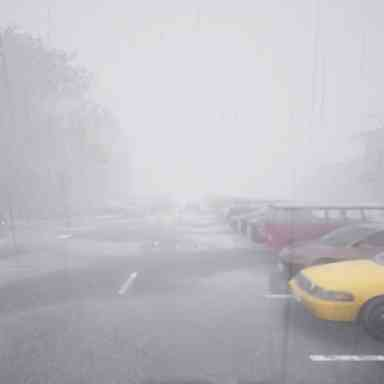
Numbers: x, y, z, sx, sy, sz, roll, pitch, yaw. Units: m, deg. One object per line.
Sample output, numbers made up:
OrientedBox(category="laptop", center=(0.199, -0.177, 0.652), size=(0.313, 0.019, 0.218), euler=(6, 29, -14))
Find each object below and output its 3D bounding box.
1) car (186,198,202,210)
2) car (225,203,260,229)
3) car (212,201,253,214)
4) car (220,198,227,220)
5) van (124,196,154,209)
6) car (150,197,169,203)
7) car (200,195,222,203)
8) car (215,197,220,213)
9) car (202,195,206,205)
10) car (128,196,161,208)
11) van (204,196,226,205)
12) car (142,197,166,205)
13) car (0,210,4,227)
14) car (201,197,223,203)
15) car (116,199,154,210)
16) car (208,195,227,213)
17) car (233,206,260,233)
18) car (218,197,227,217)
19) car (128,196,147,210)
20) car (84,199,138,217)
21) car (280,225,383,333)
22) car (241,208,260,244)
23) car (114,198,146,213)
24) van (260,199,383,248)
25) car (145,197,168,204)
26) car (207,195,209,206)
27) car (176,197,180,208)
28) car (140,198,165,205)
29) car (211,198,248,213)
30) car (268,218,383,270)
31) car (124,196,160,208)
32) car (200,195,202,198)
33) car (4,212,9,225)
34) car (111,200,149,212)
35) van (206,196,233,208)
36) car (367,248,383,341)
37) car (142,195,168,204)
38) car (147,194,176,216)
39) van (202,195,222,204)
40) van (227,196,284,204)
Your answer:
OrientedBox(category="car", center=(0.112, 1.977, 48.502), size=(1.895, 1.301, 4.718), euler=(0, 0, 0))
OrientedBox(category="car", center=(4.755, 1.632, 19.968), size=(5.008, 1.535, 2.097), euler=(0, 0, 0))
OrientedBox(category="car", center=(4.757, 1.826, 39.590), size=(4.674, 1.452, 2.002), euler=(0, 0, 0))
OrientedBox(category="car", center=(4.720, 1.551, 25.576), size=(4.553, 1.767, 2.185), euler=(0, 0, 0))
OrientedBox(category="van", center=(-8.438, 1.666, 53.048), size=(4.442, 1.987, 1.878), euler=(0, 0, 0))
OrientedBox(category="car", center=(-8.342, 2.001, 86.361), size=(4.792, 1.488, 2.163), euler=(0, 0, 0))
OrientedBox(category="car", center=(4.795, 1.721, 84.452), size=(5.566, 2.045, 2.435), euler=(0, 0, 0))
OrientedBox(category="car", center=(4.784, 1.595, 31.182), size=(4.553, 1.767, 2.185), euler=(0, 0, 0))
OrientedBox(category="car", center=(4.786, 1.645, 53.610), size=(5.566, 2.045, 2.435), euler=(0, 0, 0))
OrientedBox(category="car", center=(-8.292, 1.679, 58.601), size=(5.566, 2.045, 2.435), euler=(0, 0, 0))
OrientedBox(category="van", center=(4.879, 1.745, 70.432), size=(4.442, 1.987, 1.878), euler=(0, 0, 0))
OrientedBox(category="car", center=(-8.310, 1.972, 72.484), size=(4.892, 1.521, 2.231), euler=(0, 0, 0))
OrientedBox(category="car", center=(-8.305, 1.289, 8.396), size=(5.566, 2.045, 2.435), euler=(0, 0, 0))
OrientedBox(category="car", center=(4.951, 1.969, 81.649), size=(5.366, 1.575, 1.946), euler=(0, 0, 0))
OrientedBox(category="car", center=(-8.508, 1.866, 50.272), size=(5.366, 1.575, 1.946), euler=(0, 0, 0))
OrientedBox(category="car", center=(4.782, 1.491, 33.986), size=(5.566, 2.045, 2.435), euler=(0, 0, 0))
OrientedBox(category="car", center=(4.778, 1.640, 17.165), size=(4.792, 1.488, 2.163), euler=(0, 0, 0))
OrientedBox(category="car", center=(4.783, 1.573, 28.379), size=(4.553, 1.767, 2.185), euler=(0, 0, 0))
OrientedBox(category="car", center=(-8.355, 1.678, 41.944), size=(4.553, 1.767, 2.185), euler=(0, 0, 0))
OrientedBox(category="car", center=(-8.332, 1.740, 33.616), size=(4.892, 1.521, 2.231), euler=(0, 0, 0))
OrientedBox(category="car", center=(4.560, 1.519, 5.952), size=(5.366, 1.575, 1.946), euler=(0, 0, 0))
OrientedBox(category="car", center=(4.777, 1.618, 14.362), size=(4.792, 1.488, 2.163), euler=(0, 0, 0))
OrientedBox(category="car", center=(-8.141, 1.757, 36.393), size=(5.366, 1.575, 1.946), euler=(0, 0, 0))
OrientedBox(category="van", center=(4.864, 1.340, 11.561), size=(4.442, 1.987, 1.878), euler=(0, 0, 0))
OrientedBox(category="car", center=(-8.320, 1.971, 78.034), size=(5.008, 1.535, 2.097), euler=(0, 0, 0))
OrientedBox(category="car", center=(4.782, 1.513, 36.789), size=(5.566, 2.045, 2.435), euler=(0, 0, 0))
OrientedBox(category="car", center=(-3.255, 1.975, 58.458), size=(1.812, 1.442, 4.674), euler=(0, -1, 0))
OrientedBox(category="car", center=(-8.312, 1.969, 69.706), size=(5.008, 1.535, 2.097), euler=(0, 0, 0))
OrientedBox(category="car", center=(4.724, 1.683, 42.395), size=(4.553, 1.767, 2.185), euler=(0, 0, 0))
OrientedBox(category="car", center=(4.717, 1.574, 8.755), size=(4.792, 1.488, 2.163), euler=(0, 0, 0))
OrientedBox(category="car", center=(-8.349, 1.662, 55.824), size=(5.566, 2.045, 2.435), euler=(0, 0, 0))
OrientedBox(category="car", center=(4.769, 1.972, 73.239), size=(5.008, 1.535, 2.097), euler=(0, 0, 0))
OrientedBox(category="car", center=(-14.214, 1.593, 21.141), size=(4.892, 1.490, 1.837), euler=(2, 1, 6))
OrientedBox(category="car", center=(-8.295, 1.855, 44.720), size=(4.792, 1.488, 2.163), euler=(0, 0, 0))
OrientedBox(category="van", center=(4.642, 1.693, 56.410), size=(4.442, 1.987, 1.878), euler=(0, 0, 0))
OrientedBox(category="car", center=(4.750, 1.501, 3.152), size=(5.008, 1.535, 2.097), euler=(0, 0, 0))
OrientedBox(category="car", center=(-8.287, 1.720, 75.259), size=(5.566, 2.045, 2.435), euler=(0, 0, 0))
OrientedBox(category="car", center=(-3.335, 1.508, 37.211), size=(2.150, 2.045, 5.566), euler=(0, 0, 0))
OrientedBox(category="van", center=(4.647, 1.746, 76.042), size=(4.442, 1.987, 1.878), euler=(0, 0, 0))
OrientedBox(category="van", center=(4.867, 1.428, 22.773), size=(4.442, 1.987, 1.878), euler=(0, 0, 0))
